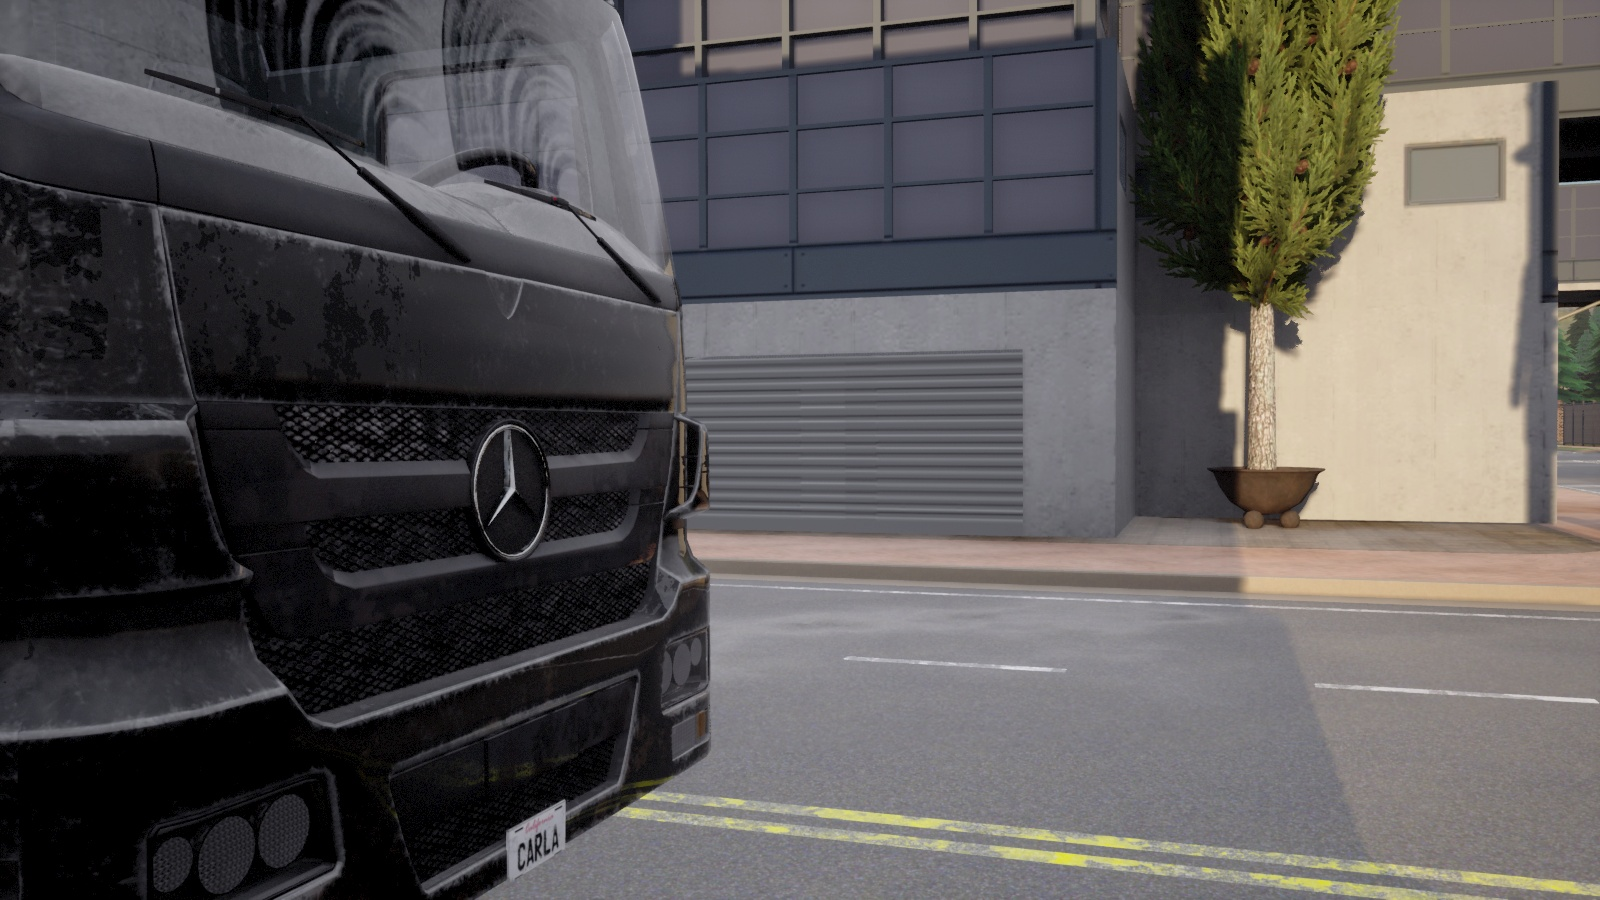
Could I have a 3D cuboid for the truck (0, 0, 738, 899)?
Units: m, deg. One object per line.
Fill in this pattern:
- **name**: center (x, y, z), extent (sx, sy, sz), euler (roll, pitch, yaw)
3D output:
- **truck**: center (-4.464, -0.248, 4.736), extent (7.936, 3.462, 2.891), euler (1, 1, 20)
